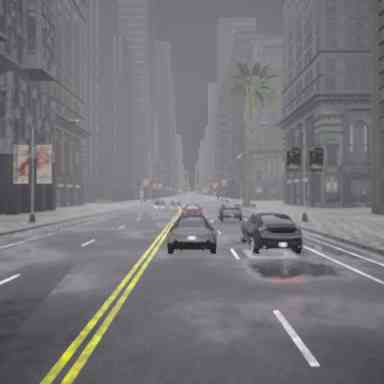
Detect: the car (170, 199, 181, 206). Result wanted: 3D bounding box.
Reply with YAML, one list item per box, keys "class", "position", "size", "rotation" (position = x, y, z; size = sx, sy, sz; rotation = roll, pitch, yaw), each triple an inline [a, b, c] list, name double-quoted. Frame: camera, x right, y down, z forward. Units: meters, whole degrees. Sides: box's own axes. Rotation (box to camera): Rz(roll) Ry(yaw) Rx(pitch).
- class: "car"
  position: [-3.230, 2.061, 66.528]
  size: [1.812, 1.442, 4.674]
  rotation: [0, 0, 0]

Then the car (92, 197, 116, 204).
- class: "car"
  position: [-23.807, 2.550, 90.064]
  size: [4.829, 1.417, 1.752]
  rotation: [-1, 1, 0]

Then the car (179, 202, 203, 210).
- class: "car"
  position: [0.016, 1.775, 29.378]
  size: [1.812, 1.442, 4.674]
  rotation: [0, 0, 0]

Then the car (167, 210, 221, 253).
- class: "car"
  position: [0.007, 1.688, 14.325]
  size: [1.994, 1.385, 4.181]
  rotation: [0, 0, 0]

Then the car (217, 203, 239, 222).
- class: "car"
  position: [3.265, 1.741, 29.289]
  size: [2.128, 1.511, 4.902]
  rotation: [0, 0, 0]

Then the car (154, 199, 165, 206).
- class: "car"
  position: [-6.478, 2.095, 66.729]
  size: [1.994, 1.385, 4.181]
  rotation: [0, 0, 0]

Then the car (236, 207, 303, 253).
- class: "car"
  position: [3.258, 1.631, 14.292]
  size: [1.837, 1.490, 4.892]
  rotation: [0, 0, 0]
